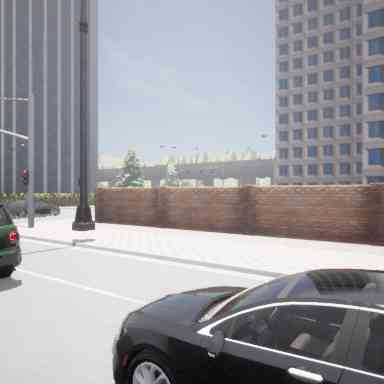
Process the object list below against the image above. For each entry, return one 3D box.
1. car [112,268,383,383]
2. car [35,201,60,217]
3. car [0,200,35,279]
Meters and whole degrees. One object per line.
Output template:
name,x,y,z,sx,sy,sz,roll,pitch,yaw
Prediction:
car,1.343,1.505,3.035,4.892,1.490,1.837,0,0,36
car,-14.172,1.491,29.629,2.128,1.511,4.902,0,0,36
car,-6.735,1.221,8.778,5.566,2.045,2.150,0,0,35
